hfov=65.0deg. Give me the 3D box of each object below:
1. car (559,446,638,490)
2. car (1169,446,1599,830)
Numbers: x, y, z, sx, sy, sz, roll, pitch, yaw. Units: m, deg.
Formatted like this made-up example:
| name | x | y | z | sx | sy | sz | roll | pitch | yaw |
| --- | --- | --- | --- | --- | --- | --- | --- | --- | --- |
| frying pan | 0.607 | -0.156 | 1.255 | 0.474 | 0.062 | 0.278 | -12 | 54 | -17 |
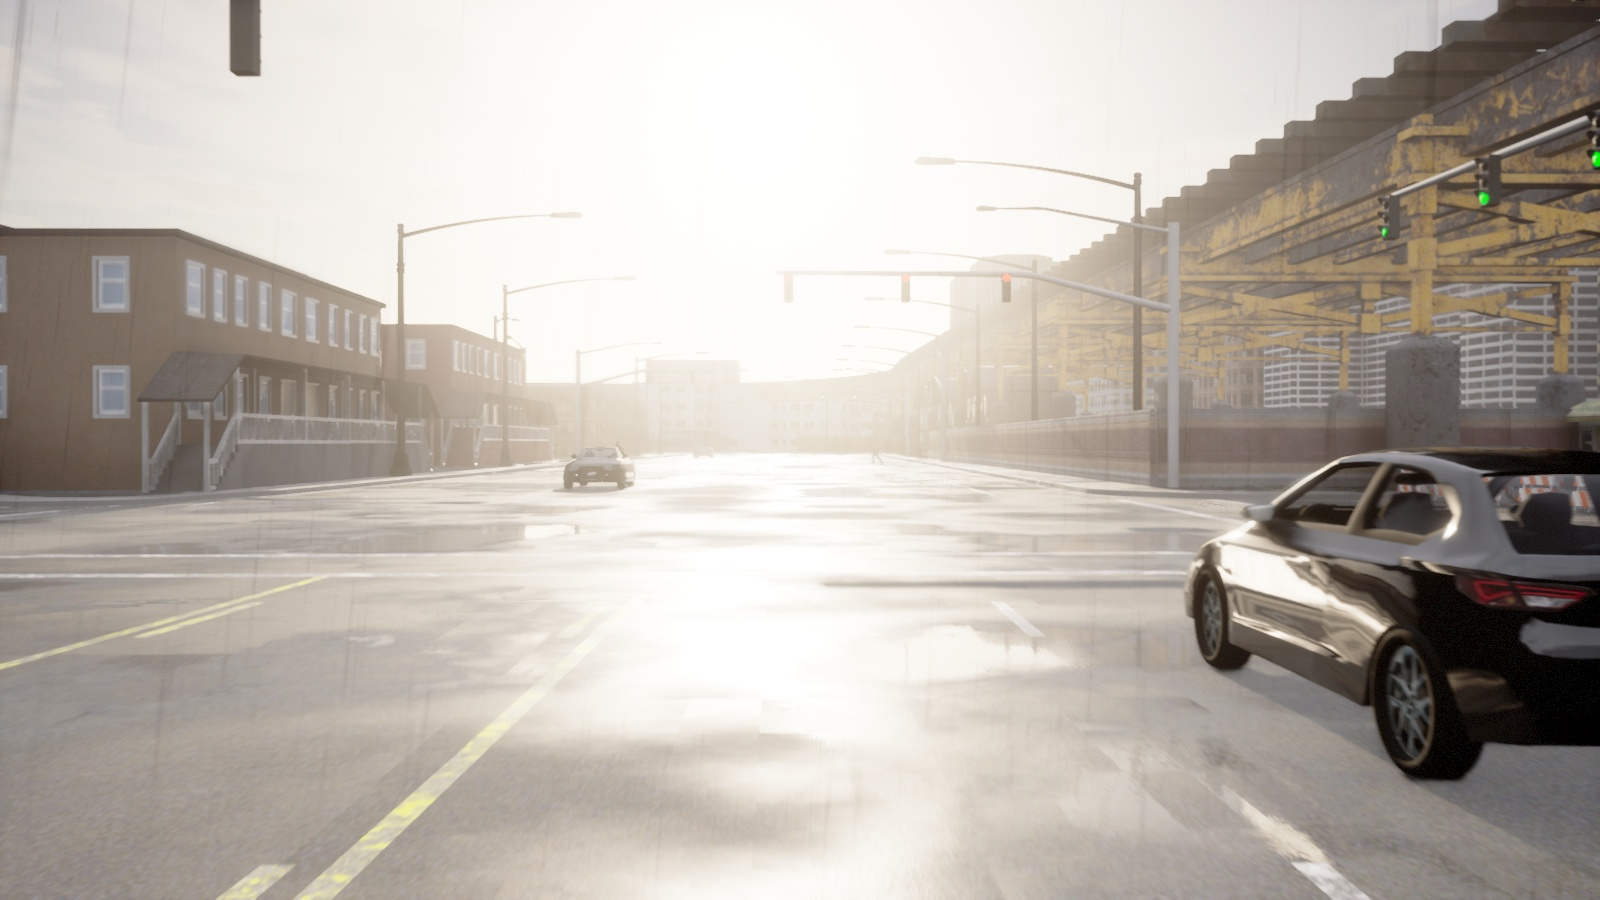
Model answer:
| name | x | y | z | sx | sy | sz | roll | pitch | yaw |
| --- | --- | --- | --- | --- | --- | --- | --- | --- | --- |
| car | -6.748 | 0.566 | 42.462 | 1.994 | 1.385 | 4.181 | 0 | 0 | 0 |
| car | 3.555 | 0.724 | 6.949 | 1.816 | 1.474 | 4.193 | 0 | 0 | 0 |
